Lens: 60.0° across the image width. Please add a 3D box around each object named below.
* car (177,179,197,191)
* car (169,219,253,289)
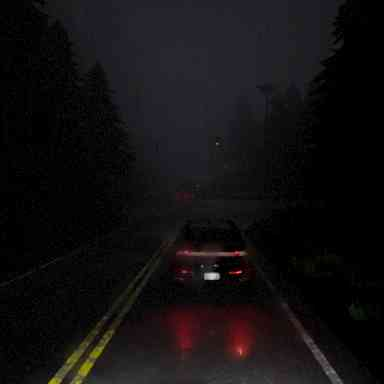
[{"bbox_3d":[-0.729,-1.000,45.180,1.812,1.442,4.674,1,9,14],"label":"car"},{"bbox_3d":[0.475,1.479,9.143,2.128,1.511,4.902,0,0,2],"label":"car"}]
